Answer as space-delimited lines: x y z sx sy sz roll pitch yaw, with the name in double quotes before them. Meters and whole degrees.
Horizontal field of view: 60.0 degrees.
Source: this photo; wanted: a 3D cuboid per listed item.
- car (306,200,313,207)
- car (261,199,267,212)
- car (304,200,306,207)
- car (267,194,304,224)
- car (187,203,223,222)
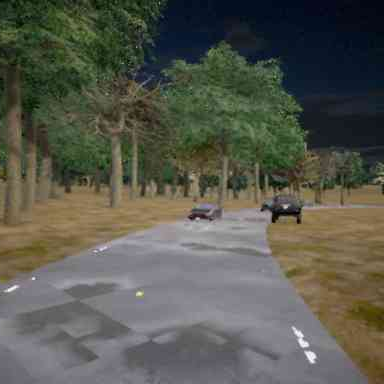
"car" 21.362 2.111 63.256 1.994 1.385 4.181 2 0 42
"car" 10.324 1.587 41.839 2.097 1.767 4.553 1 0 30
"car" 15.248 1.967 50.430 1.895 1.301 4.718 1 0 36
"car" 7.576 1.213 26.630 2.150 2.045 5.566 1 0 18
"car" 1.231 1.593 27.287 2.033 1.411 5.357 1 0 17
